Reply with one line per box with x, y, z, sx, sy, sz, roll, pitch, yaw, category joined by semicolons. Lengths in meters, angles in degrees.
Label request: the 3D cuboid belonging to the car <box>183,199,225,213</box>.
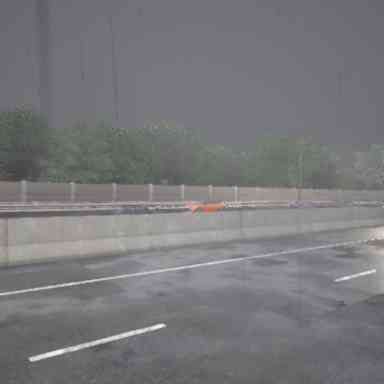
1.285;1.553;35.039;4.553;1.767;2.097;1;0;-36;car

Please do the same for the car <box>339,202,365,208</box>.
17.937;1.901;38.296;5.357;1.411;2.033;1;0;-35;car

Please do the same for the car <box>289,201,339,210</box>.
10.139;1.739;28.467;4.892;1.490;1.837;1;0;-36;car

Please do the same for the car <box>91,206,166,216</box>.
-4.242;1.637;22.467;5.357;1.411;2.033;1;0;-36;car
